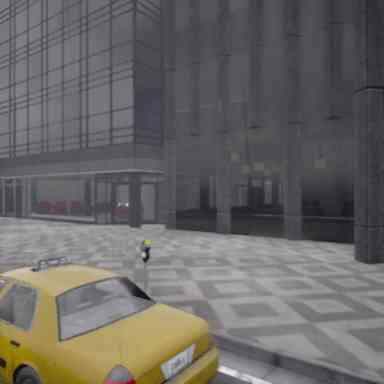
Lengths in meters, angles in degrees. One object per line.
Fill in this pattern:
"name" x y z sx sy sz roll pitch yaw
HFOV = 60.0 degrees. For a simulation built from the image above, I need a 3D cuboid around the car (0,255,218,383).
"car" -2.001 1.530 4.409 4.829 1.417 1.752 0 0 36
